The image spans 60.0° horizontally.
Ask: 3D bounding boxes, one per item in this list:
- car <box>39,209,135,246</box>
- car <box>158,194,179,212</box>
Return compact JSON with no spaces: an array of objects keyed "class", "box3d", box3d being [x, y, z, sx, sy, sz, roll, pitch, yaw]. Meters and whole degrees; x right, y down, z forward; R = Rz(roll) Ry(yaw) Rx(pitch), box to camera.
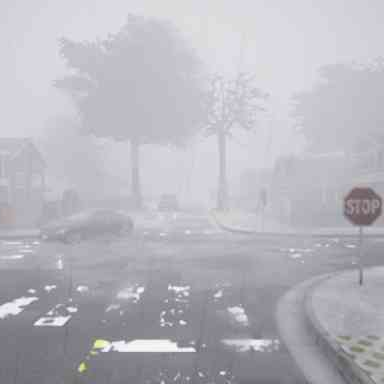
[{"class":"car","box3d":[-4.703,1.541,15.551,1.812,1.442,4.674,2,2,35]},{"class":"car","box3d":[-2.739,1.216,39.318,2.150,2.045,5.566,0,0,0]}]
